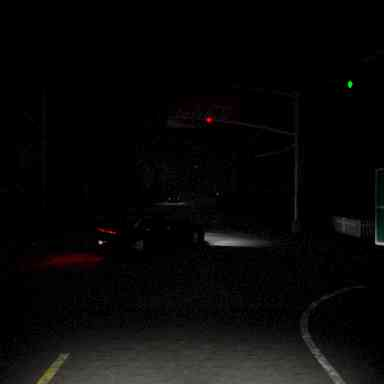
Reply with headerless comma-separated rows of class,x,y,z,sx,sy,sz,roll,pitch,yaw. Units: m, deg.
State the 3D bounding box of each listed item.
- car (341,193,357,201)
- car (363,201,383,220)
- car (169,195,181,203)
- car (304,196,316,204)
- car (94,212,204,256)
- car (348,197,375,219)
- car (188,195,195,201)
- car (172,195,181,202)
car,34.741,1.489,71.903,2.007,1.523,4.514,0,0,0
car,18.625,1.672,30.678,4.611,1.667,2.242,0,0,0
car,-3.612,1.352,68.598,2.097,1.767,4.553,0,0,0
car,22.355,1.552,64.083,1.970,1.475,3.806,0,0,0
car,-1.577,1.591,13.768,4.892,1.490,1.837,0,3,-43
car,14.311,1.504,24.998,3.866,1.878,1.905,0,0,0
car,-0.130,1.552,86.342,1.994,1.385,4.181,0,0,0
car,-3.619,1.540,78.920,2.033,1.411,5.357,0,0,0
